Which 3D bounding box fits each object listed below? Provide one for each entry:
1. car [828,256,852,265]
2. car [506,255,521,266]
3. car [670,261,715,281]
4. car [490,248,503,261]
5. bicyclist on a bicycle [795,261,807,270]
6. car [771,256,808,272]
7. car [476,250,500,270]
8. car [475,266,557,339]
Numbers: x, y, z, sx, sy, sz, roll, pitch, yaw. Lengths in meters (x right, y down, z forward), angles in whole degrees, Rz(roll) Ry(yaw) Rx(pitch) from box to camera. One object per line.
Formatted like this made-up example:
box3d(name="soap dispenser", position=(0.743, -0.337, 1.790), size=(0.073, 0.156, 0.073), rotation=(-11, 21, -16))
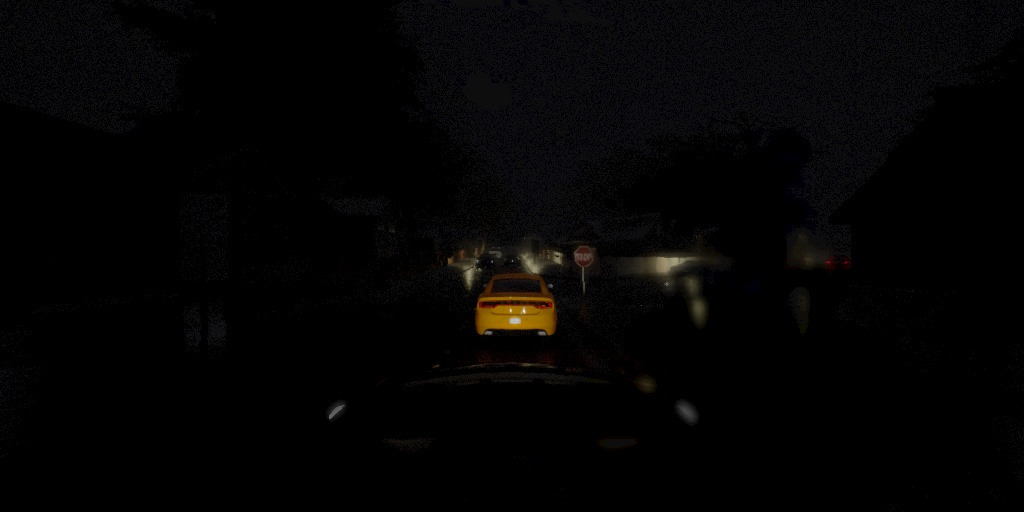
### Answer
box3d(name="car", position=(39.616, 1.036, 42.780), size=(5.566, 2.045, 2.150), rotation=(0, 0, -37))
box3d(name="car", position=(0.188, 0.496, 45.353), size=(1.994, 1.385, 4.181), rotation=(0, 2, 0))
box3d(name="car", position=(15.329, 1.179, 29.939), size=(5.008, 1.535, 1.882), rotation=(0, 0, -31))
box3d(name="car", position=(-2.706, -0.346, 59.034), size=(2.150, 2.045, 5.566), rotation=(0, 2, 1))
box3d(name="bicyclist on a bicycle", position=(22.042, 1.207, 27.098), size=(0.582, 1.620, 1.656), rotation=(0, 0, -32))
box3d(name="car", position=(31.310, 0.989, 40.316), size=(5.566, 2.045, 2.150), rotation=(0, 0, -35))
box3d(name="car", position=(-2.768, 0.504, 39.307), size=(2.097, 1.767, 4.553), rotation=(0, 2, 0))
box3d(name="car", position=(0.158, 1.222, 10.092), size=(1.882, 1.535, 5.008), rotation=(0, 0, 2))
